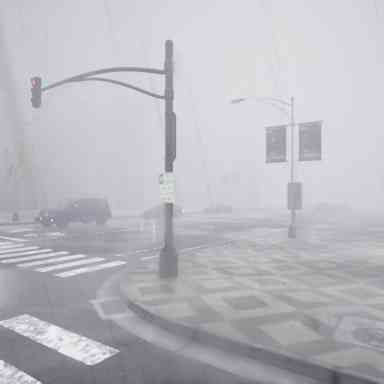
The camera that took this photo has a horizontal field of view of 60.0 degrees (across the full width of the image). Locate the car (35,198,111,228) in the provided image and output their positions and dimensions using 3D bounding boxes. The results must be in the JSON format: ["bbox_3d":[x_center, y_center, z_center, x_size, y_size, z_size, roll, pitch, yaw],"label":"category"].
[{"bbox_3d":[-8.503,1.460,24.458,2.150,2.045,5.566,0,-1,35],"label":"car"}]

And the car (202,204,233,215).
[{"bbox_3d":[3.198,2.134,41.007,1.895,1.301,4.718,0,-1,35],"label":"car"}]

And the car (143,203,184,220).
[{"bbox_3d":[-2.729,1.888,32.626,1.837,1.490,4.892,0,-1,36],"label":"car"}]

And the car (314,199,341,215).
[{"bbox_3d":[18.055,2.070,44.816,2.097,1.767,4.553,0,-1,35],"label":"car"}]

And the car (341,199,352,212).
[{"bbox_3d":[24.588,2.380,54.072,2.128,1.511,4.902,0,-1,35],"label":"car"}]
